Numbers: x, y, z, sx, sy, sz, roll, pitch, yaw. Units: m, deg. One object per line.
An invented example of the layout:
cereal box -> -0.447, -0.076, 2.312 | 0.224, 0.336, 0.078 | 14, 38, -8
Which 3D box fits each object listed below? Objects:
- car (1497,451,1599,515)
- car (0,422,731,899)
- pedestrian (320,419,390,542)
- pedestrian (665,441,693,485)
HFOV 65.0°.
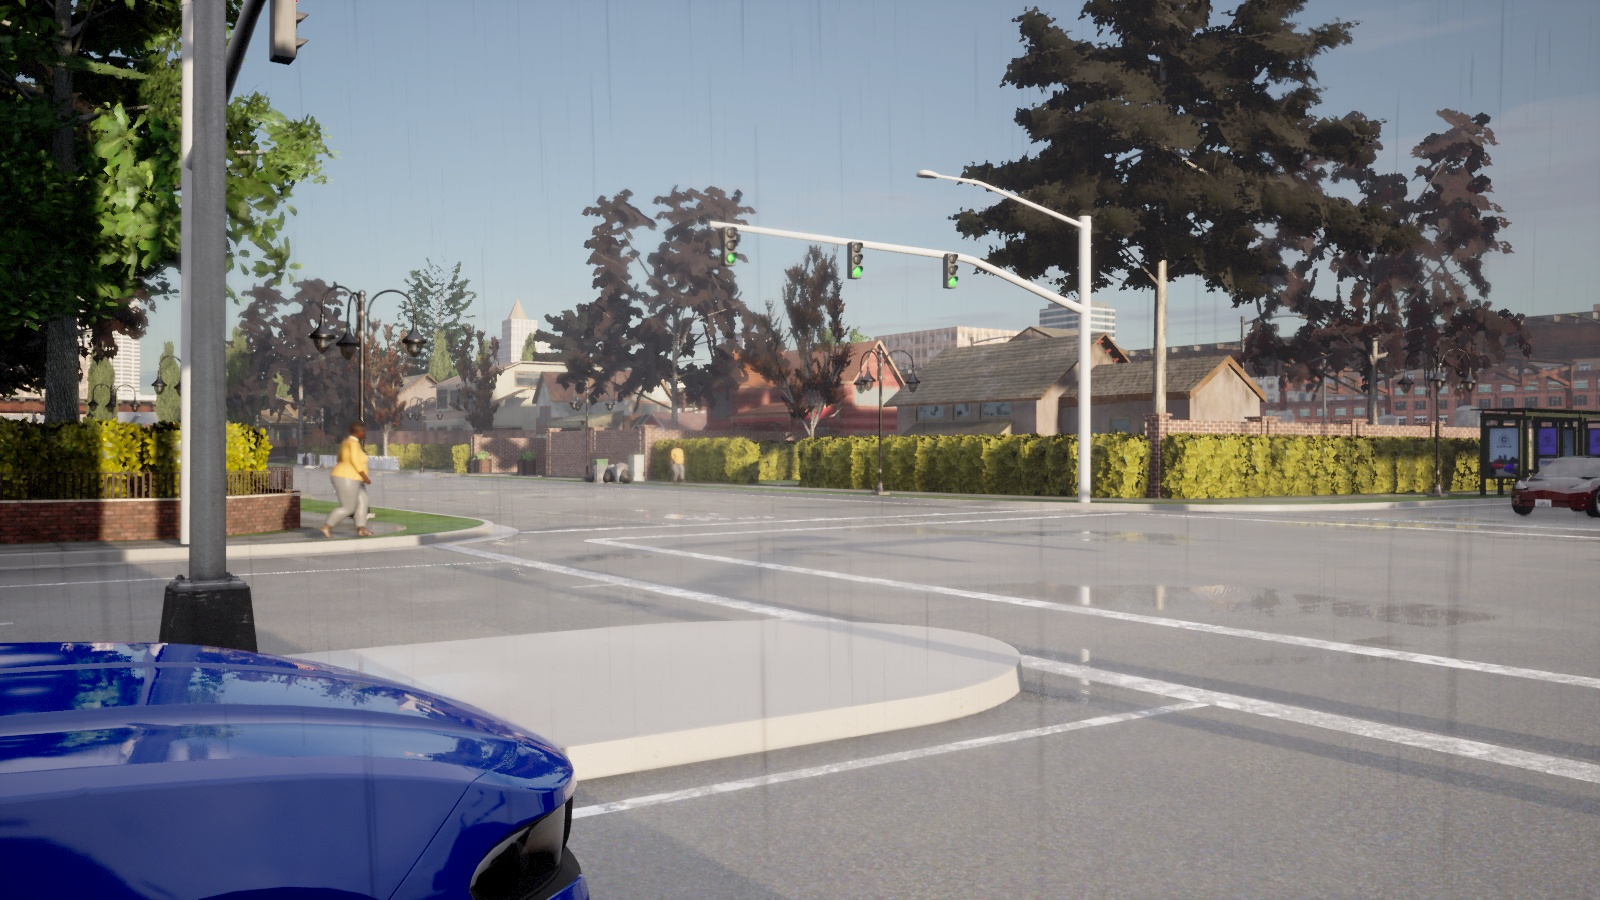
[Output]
car -> 19.779, 0.780, 31.474 | 4.792, 1.488, 2.163 | 0, 0, -35
car -> -2.727, 0.733, 1.760 | 5.008, 1.535, 1.882 | 0, 0, -35
pedestrian -> -6.916, 0.459, 19.523 | 0.900, 1.855, 0.874 | 0, 0, -28
pedestrian -> -5.183, 0.553, 53.931 | 0.874, 1.855, 0.900 | 0, 0, -34
